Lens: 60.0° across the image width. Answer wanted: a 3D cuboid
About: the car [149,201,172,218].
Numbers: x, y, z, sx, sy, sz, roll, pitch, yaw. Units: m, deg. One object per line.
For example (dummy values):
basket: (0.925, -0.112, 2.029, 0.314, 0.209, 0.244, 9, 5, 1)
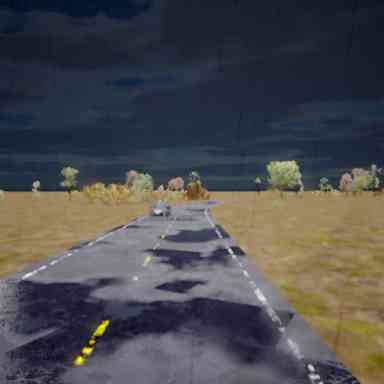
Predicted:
car: (-3.035, 1.630, 32.295, 2.128, 1.511, 4.902, 0, 0, 1)
